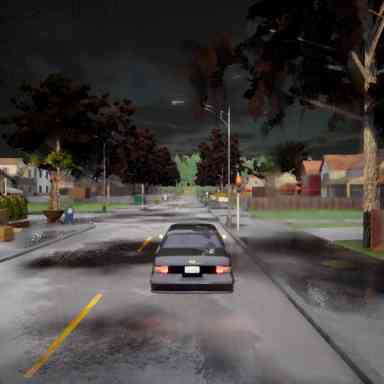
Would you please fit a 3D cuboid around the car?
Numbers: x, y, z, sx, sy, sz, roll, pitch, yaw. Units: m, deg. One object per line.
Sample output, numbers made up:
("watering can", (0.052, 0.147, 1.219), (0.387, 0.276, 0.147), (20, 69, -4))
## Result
("car", (0.016, 1.547, 8.935), (2.033, 1.411, 5.357), (0, 0, 0))
